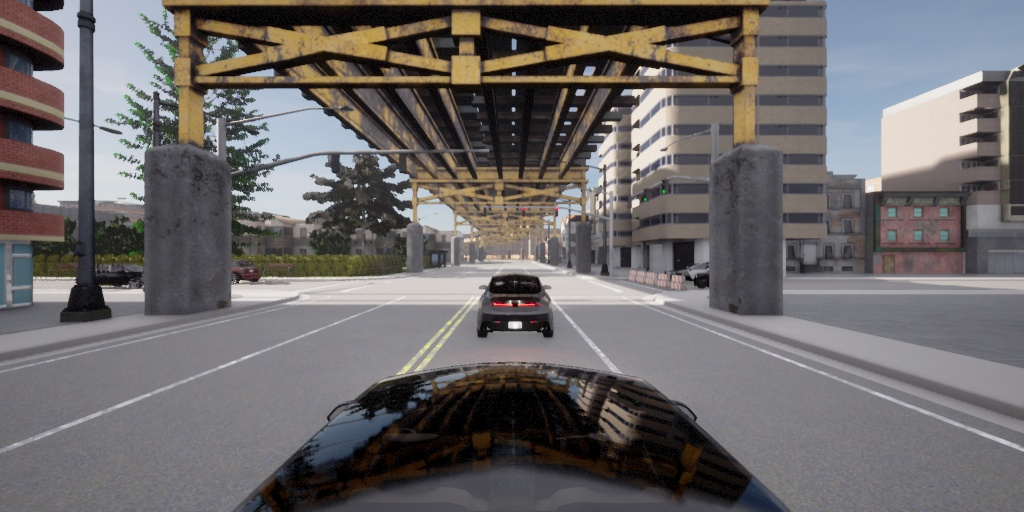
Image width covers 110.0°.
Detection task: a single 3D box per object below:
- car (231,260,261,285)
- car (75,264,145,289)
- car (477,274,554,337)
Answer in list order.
[{"bbox_3d":[-20.971,1.099,25.991,4.553,1.767,2.097,0,0,1],"label":"car"},{"bbox_3d":[-24.053,1.238,22.353,4.902,1.511,2.128,0,0,0],"label":"car"},{"bbox_3d":[0.089,1.254,10.211,1.837,1.490,4.892,0,0,0],"label":"car"}]
